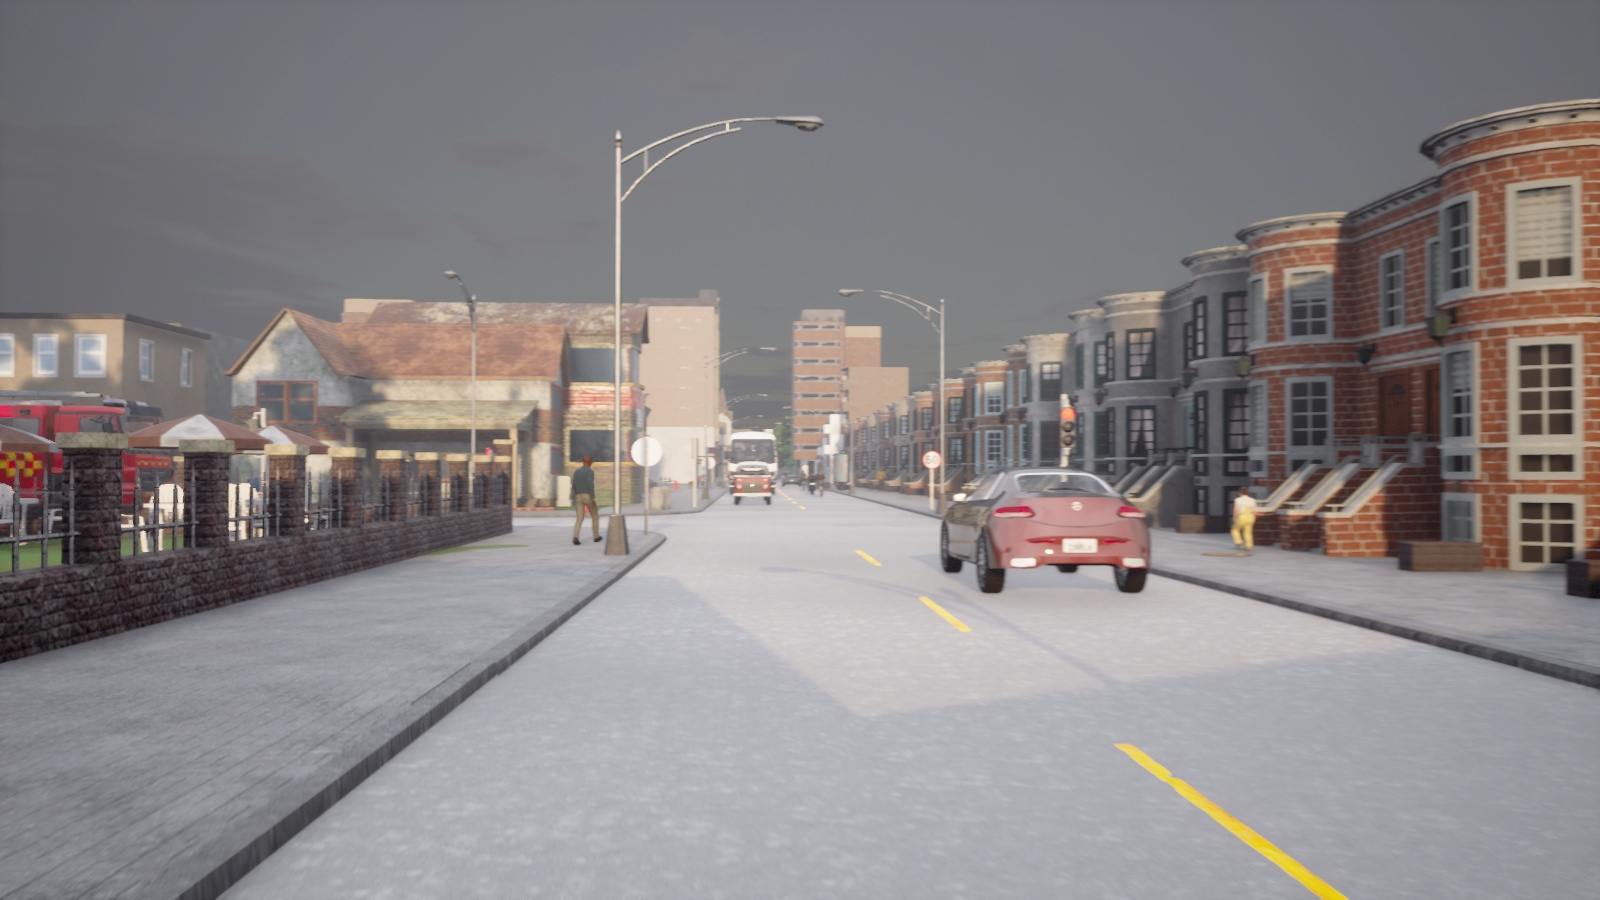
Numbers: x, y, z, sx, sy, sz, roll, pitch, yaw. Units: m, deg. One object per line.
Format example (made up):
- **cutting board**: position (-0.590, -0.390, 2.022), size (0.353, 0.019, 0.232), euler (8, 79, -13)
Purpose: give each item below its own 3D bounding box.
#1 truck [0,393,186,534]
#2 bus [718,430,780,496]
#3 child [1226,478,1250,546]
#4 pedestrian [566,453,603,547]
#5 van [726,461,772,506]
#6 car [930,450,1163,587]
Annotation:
- **truck**: position (-22.378, 0.411, 35.582), size (8.468, 3.827, 2.891), euler (0, -1, -5)
- **bus**: position (-3.523, 0.952, 86.816), size (3.944, 4.253, 10.273), euler (0, -1, -2)
- **child**: position (8.189, 1.152, 23.487), size (0.270, 1.263, 0.437), euler (0, -1, -2)
- **pedestrian**: position (-4.292, 0.982, 24.990), size (0.370, 1.835, 0.726), euler (-1, -1, 25)
- **van**: position (-2.427, 1.580, 59.773), size (2.069, 2.038, 4.480), euler (0, -1, -2)
- **car**: position (3.278, 0.878, 17.876), size (2.152, 1.651, 5.027), euler (0, -1, -2)
